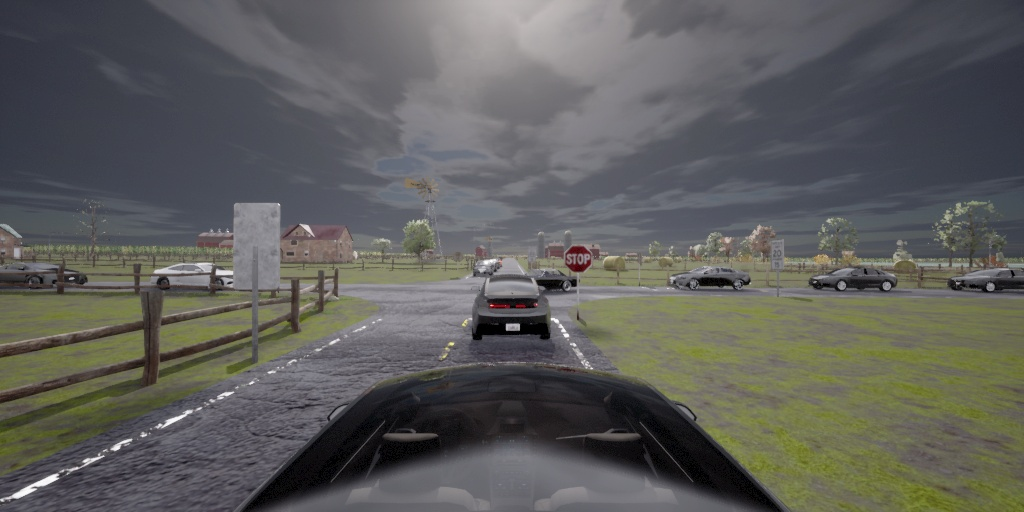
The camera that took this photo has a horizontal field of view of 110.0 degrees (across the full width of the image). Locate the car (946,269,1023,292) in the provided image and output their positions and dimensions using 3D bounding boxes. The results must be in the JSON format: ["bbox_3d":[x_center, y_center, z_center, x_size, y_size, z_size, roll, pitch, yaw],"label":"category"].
[{"bbox_3d":[31.692,1.587,23.575,4.892,1.490,1.837,1,-1,-1],"label":"car"}]

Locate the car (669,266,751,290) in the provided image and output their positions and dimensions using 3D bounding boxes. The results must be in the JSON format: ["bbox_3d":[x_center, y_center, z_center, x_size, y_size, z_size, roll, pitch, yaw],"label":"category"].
[{"bbox_3d":[12.788,1.397,23.273,4.902,1.511,2.128,1,-1,-2],"label":"car"}]

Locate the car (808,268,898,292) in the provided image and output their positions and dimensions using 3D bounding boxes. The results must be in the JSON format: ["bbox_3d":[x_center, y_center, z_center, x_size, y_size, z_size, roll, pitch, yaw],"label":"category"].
[{"bbox_3d":[22.189,1.499,23.449,4.892,1.490,1.837,1,-1,-1],"label":"car"}]

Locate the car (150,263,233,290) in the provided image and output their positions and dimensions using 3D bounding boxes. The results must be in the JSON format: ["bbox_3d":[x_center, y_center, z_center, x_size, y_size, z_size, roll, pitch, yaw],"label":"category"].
[{"bbox_3d":[-17.252,1.104,19.939,4.674,1.442,1.812,1,-1,-1],"label":"car"}]

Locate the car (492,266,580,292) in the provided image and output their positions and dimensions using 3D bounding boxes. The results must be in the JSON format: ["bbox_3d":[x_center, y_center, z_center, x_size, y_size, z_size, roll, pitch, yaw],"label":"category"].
[{"bbox_3d":[1.491,1.369,20.039,4.718,1.301,1.895,1,0,-35],"label":"car"}]

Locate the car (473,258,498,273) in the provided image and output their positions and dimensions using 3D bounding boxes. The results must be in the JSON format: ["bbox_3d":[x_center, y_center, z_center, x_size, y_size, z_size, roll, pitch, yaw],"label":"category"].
[{"bbox_3d":[-2.877,1.243,36.677,2.128,1.511,4.902,0,0,0],"label":"car"}]

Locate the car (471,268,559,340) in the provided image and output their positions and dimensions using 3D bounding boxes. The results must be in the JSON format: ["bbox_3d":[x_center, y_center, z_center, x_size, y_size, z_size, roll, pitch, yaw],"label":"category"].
[{"bbox_3d":[-0.078,1.256,9.992,1.837,1.490,4.892,0,0,-2],"label":"car"}]

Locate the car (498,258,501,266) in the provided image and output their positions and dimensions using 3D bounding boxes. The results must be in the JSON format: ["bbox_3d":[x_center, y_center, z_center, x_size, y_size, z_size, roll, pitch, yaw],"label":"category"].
[{"bbox_3d":[-2.874,1.242,46.123,2.128,1.511,4.902,0,0,0],"label":"car"}]

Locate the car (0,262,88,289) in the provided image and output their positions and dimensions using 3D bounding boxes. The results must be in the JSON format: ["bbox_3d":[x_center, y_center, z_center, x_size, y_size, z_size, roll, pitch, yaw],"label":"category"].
[{"bbox_3d":[-26.372,1.048,19.813,4.181,1.385,1.994,1,-1,-1],"label":"car"}]
